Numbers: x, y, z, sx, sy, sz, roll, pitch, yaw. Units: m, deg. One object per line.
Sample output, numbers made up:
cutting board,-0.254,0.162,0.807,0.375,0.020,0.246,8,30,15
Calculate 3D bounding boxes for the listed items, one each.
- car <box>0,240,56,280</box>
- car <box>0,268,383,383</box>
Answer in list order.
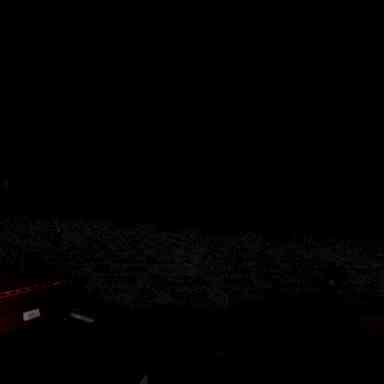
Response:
car,-3.970,1.495,5.757,4.507,1.381,1.887,1,0,35
car,0.635,1.538,2.508,4.507,1.381,1.887,1,0,35
